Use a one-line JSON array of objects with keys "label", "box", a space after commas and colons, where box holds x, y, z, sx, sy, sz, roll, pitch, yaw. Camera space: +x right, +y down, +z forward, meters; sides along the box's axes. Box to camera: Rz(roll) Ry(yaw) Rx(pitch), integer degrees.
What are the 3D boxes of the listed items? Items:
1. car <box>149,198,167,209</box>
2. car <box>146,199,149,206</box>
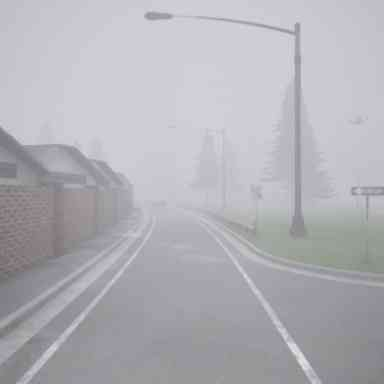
[{"label": "car", "box": [-4.990, 1.771, 51.045, 1.837, 1.490, 4.892, 0, 0, -13]}, {"label": "car", "box": [-7.309, 1.845, 60.901, 1.812, 1.442, 4.674, 0, 0, -16]}]
